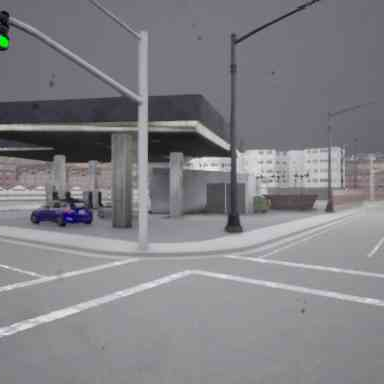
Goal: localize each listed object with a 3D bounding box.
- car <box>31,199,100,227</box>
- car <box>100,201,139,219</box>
[{"bbox_3d":[-8.626,1.313,21.949,4.611,1.667,2.242,0,0,36],"label":"car"},{"bbox_3d":[-5.911,1.474,27.069,3.806,1.475,1.970,0,0,36],"label":"car"}]
